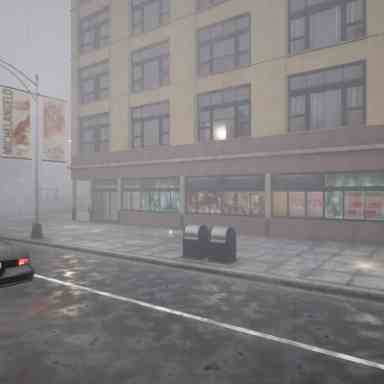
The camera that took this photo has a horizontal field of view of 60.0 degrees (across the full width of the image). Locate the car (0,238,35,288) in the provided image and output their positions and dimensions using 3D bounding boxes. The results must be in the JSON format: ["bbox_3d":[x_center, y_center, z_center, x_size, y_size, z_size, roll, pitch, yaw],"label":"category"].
[{"bbox_3d":[-6.014,1.547,8.156,5.357,1.411,2.033,0,0,35],"label":"car"}]
